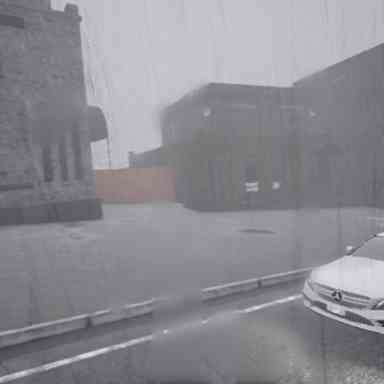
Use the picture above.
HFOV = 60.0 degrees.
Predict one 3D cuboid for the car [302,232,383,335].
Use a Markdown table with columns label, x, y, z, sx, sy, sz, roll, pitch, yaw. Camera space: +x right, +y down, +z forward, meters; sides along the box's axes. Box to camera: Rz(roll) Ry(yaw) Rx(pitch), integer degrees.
| label | x | y | z | sx | sy | sz | roll | pitch | yaw |
| --- | --- | --- | --- | --- | --- | --- | --- | --- | --- |
| car | 4.146 | 1.491 | 6.268 | 4.674 | 1.442 | 1.812 | 0 | 0 | -32 |
